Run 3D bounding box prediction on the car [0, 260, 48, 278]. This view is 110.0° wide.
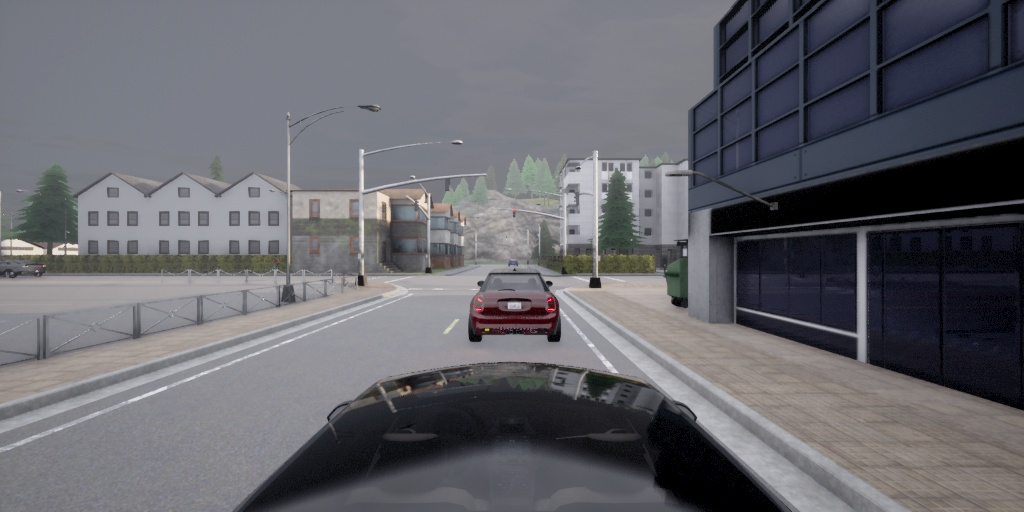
[{"bbox_3d":[-42.115,1.065,30.001,4.902,1.511,2.128,0,0,0],"label":"car"}]

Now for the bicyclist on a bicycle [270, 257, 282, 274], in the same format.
[{"bbox_3d":[-22.226,0.874,33.761,0.582,1.620,1.656,0,0,0],"label":"bicyclist on a bicycle"}]

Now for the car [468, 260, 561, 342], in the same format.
[{"bbox_3d":[0.081,1.102,9.928,2.097,1.767,4.553,0,0,1],"label":"car"}]
